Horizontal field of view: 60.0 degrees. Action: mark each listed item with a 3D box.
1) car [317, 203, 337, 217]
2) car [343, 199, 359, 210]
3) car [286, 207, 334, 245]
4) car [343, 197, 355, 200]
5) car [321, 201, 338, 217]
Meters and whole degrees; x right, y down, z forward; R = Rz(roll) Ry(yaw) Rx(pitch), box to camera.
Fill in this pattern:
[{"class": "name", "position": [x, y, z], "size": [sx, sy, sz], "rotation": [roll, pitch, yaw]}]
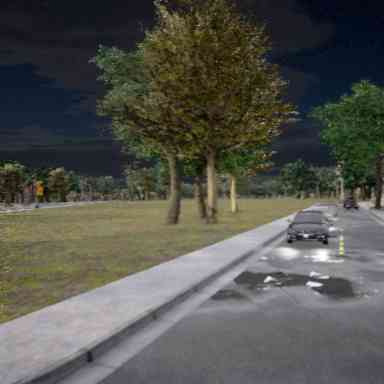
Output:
[{"class": "car", "position": [10.549, 1.893, 27.045], "size": [1.812, 1.442, 4.674], "rotation": [-2, -1, 24]}, {"class": "car", "position": [25.006, 2.168, 51.967], "size": [1.895, 1.301, 4.718], "rotation": [-2, -1, 24]}, {"class": "car", "position": [6.118, 1.750, 17.204], "size": [1.837, 1.490, 4.892], "rotation": [-2, -1, 24]}, {"class": "car", "position": [29.047, 1.874, 61.190], "size": [2.150, 2.045, 5.566], "rotation": [-2, -1, 24]}, {"class": "car", "position": [15.272, 1.844, 37.499], "size": [2.097, 1.767, 4.553], "rotation": [-2, -1, 24]}]
